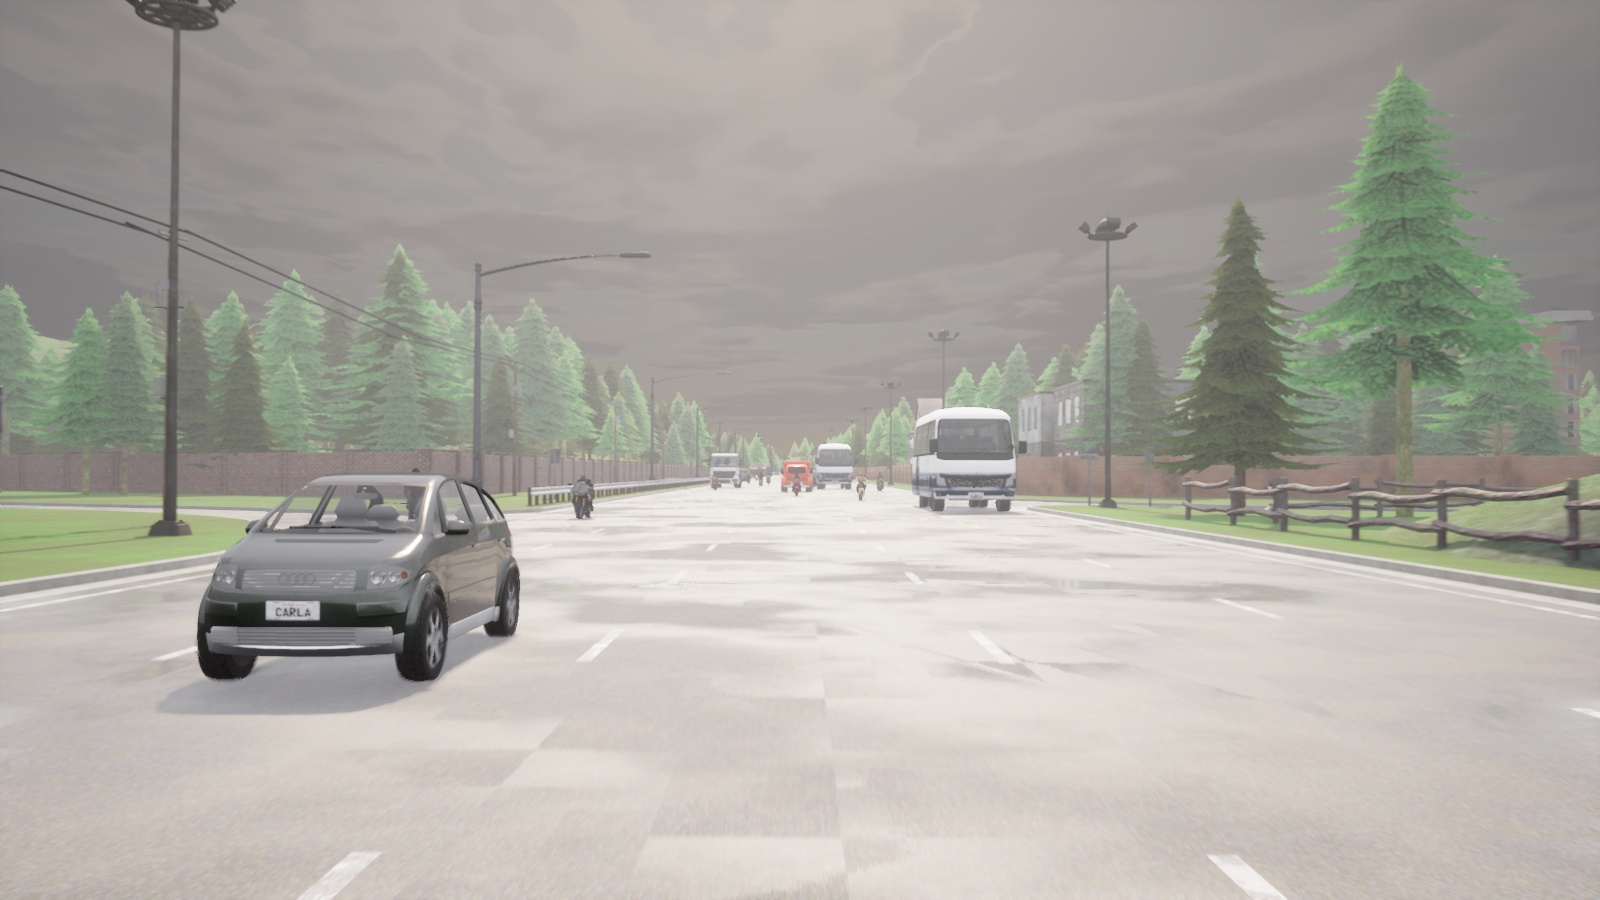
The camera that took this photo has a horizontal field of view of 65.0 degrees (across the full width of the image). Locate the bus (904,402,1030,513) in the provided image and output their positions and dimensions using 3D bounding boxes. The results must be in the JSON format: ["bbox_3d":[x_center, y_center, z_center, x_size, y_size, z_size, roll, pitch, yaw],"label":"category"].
[{"bbox_3d":[6.864,0.367,53.547,3.944,4.253,10.273,0,-1,0],"label":"bus"}]

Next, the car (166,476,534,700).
[{"bbox_3d":[-3.526,0.999,10.606,1.789,1.549,3.705,0,-1,0],"label":"car"}]

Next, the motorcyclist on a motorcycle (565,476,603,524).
[{"bbox_3d":[-7.101,1.618,41.377,0.866,1.530,2.191,0,-1,0],"label":"motorcyclist on a motorcycle"}]
